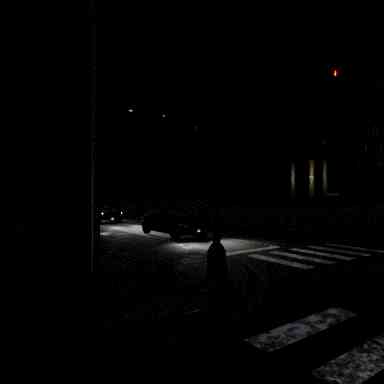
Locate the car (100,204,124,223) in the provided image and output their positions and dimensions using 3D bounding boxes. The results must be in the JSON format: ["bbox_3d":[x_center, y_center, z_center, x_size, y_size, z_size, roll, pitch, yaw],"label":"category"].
[{"bbox_3d":[-6.970,1.608,25.563,1.895,1.301,4.718,0,0,-36],"label":"car"}]

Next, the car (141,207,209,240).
[{"bbox_3d":[-1.044,1.530,17.353,1.812,1.442,4.674,0,0,-36],"label":"car"}]
